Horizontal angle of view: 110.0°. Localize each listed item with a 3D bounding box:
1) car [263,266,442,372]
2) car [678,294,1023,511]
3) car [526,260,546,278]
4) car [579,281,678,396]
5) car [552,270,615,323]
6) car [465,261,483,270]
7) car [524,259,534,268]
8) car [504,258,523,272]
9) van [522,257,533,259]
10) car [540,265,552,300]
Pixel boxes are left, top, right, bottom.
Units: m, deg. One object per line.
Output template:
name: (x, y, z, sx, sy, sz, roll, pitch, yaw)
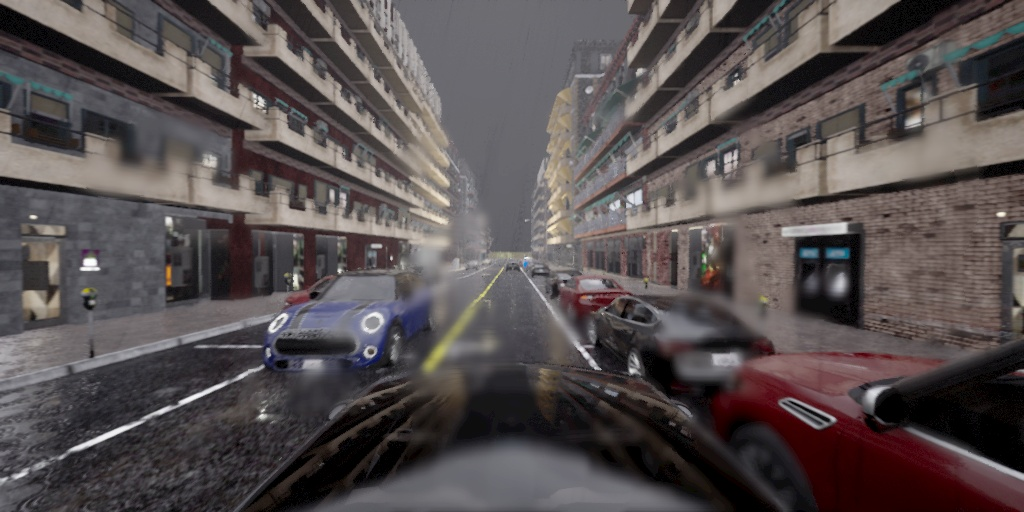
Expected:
car: (-3.097, 1.109, 7.843, 2.097, 1.767, 4.553, 0, 0, 0)
car: (2.657, 1.064, 0.825, 2.192, 1.841, 5.009, 0, 0, 0)
car: (2.693, 1.348, 34.812, 1.948, 1.339, 4.313, 0, 0, 0)
car: (2.658, 1.322, 6.489, 1.948, 1.339, 4.313, 0, 0, 0)
car: (2.658, 1.307, 12.154, 1.888, 1.381, 4.507, 0, 0, 0)
car: (-5.689, 1.343, 51.751, 2.007, 1.370, 4.403, 0, 0, 0)
car: (2.691, 1.337, 40.477, 2.007, 1.370, 4.403, 0, 0, 0)
car: (0.104, 1.297, 47.289, 1.837, 1.490, 4.892, 0, 0, 0)
van: (2.692, 1.135, 57.471, 1.690, 1.789, 3.998, 0, 0, 0)
car: (2.663, 1.333, 17.819, 1.948, 1.339, 4.313, 0, 0, 0)
